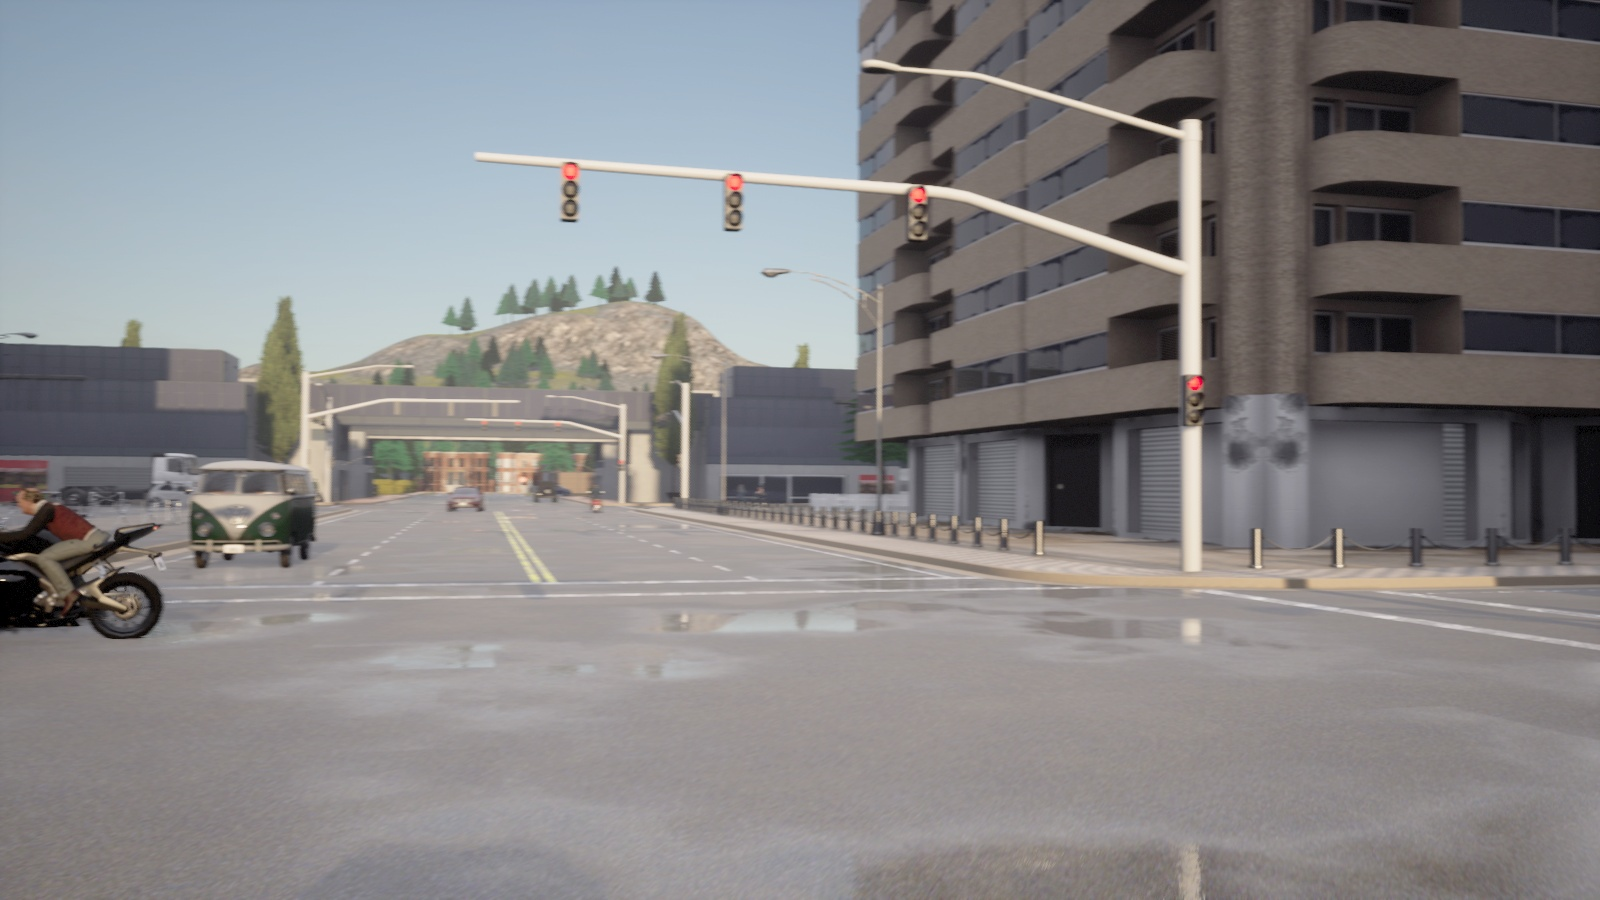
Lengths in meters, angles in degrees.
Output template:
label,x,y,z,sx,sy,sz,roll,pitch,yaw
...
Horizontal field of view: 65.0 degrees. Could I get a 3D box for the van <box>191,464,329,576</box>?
label,x,y,z,sx,sy,sz,roll,pitch,yaw
van,-10.456,1.314,24.637,1.775,1.987,4.442,0,-2,-14

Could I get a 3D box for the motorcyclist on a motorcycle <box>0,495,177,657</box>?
label,x,y,z,sx,sy,sz,roll,pitch,yaw
motorcyclist on a motorcycle,-7.449,1.210,12.387,2.191,1.530,0.866,1,-2,-15

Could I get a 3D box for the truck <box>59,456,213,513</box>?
label,x,y,z,sx,sy,sz,roll,pitch,yaw
truck,-41.192,2.151,78.165,7.936,3.462,2.891,0,-2,-13

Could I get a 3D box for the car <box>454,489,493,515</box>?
label,x,y,z,sx,sy,sz,roll,pitch,yaw
car,-18.728,2.965,72.238,1.812,1.442,4.674,0,-2,-10

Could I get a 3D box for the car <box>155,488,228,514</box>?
label,x,y,z,sx,sy,sz,roll,pitch,yaw
car,-36.577,3.069,75.605,3.633,1.501,1.845,0,-2,-13
